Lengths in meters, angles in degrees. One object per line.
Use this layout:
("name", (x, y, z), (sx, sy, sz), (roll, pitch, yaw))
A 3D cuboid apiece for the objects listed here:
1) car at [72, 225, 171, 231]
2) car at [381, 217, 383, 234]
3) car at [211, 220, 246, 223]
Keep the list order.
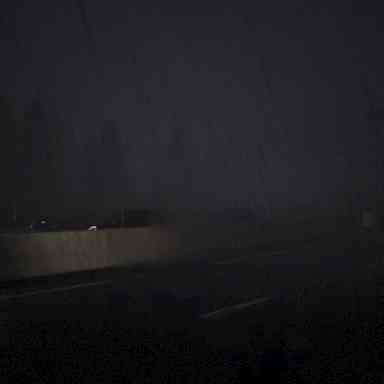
("car", (-3.104, 1.559, 15.131), (4.553, 1.767, 2.097), (1, -1, -41))
("car", (13.961, 1.942, 22.024), (1.882, 1.535, 5.008), (0, -2, 40))
("car", (3.097, 1.905, 25.810), (1.882, 1.535, 5.008), (0, -1, 43))
